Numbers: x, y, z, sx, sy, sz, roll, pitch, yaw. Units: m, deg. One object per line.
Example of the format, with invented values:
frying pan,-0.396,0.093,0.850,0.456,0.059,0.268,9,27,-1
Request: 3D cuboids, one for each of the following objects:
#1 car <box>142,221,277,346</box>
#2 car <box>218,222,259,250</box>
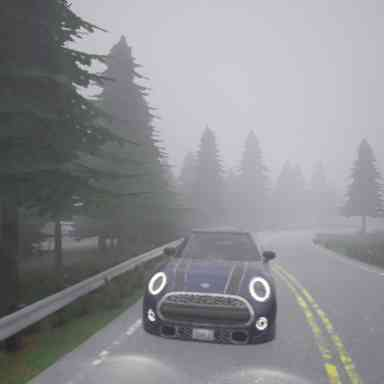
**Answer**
car,0.590,1.519,6.913,2.097,1.767,4.553,0,-3,11
car,2.988,2.625,20.573,1.994,1.385,4.181,0,-4,15
